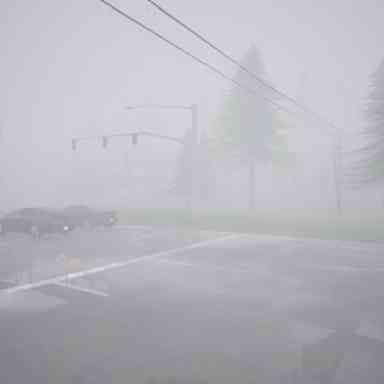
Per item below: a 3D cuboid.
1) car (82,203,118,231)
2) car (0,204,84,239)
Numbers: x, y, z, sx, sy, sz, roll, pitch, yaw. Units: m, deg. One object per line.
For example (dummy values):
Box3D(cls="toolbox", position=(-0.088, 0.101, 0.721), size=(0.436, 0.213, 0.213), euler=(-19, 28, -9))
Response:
Box3D(cls="car", position=(-6.806, 1.450, 20.423), size=(5.008, 1.535, 1.882), euler=(0, 0, 30))
Box3D(cls="car", position=(-8.170, 1.480, 17.178), size=(4.892, 1.490, 1.837), euler=(0, 0, 30))
